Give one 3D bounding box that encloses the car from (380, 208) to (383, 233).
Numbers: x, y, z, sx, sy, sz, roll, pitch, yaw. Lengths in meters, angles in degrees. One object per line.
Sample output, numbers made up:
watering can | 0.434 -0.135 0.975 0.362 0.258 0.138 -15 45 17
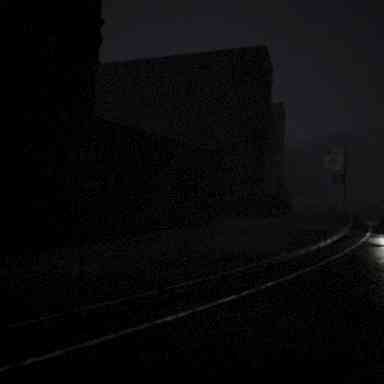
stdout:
car | 11.482 1.343 18.217 1.882 1.535 5.008 2 2 28
